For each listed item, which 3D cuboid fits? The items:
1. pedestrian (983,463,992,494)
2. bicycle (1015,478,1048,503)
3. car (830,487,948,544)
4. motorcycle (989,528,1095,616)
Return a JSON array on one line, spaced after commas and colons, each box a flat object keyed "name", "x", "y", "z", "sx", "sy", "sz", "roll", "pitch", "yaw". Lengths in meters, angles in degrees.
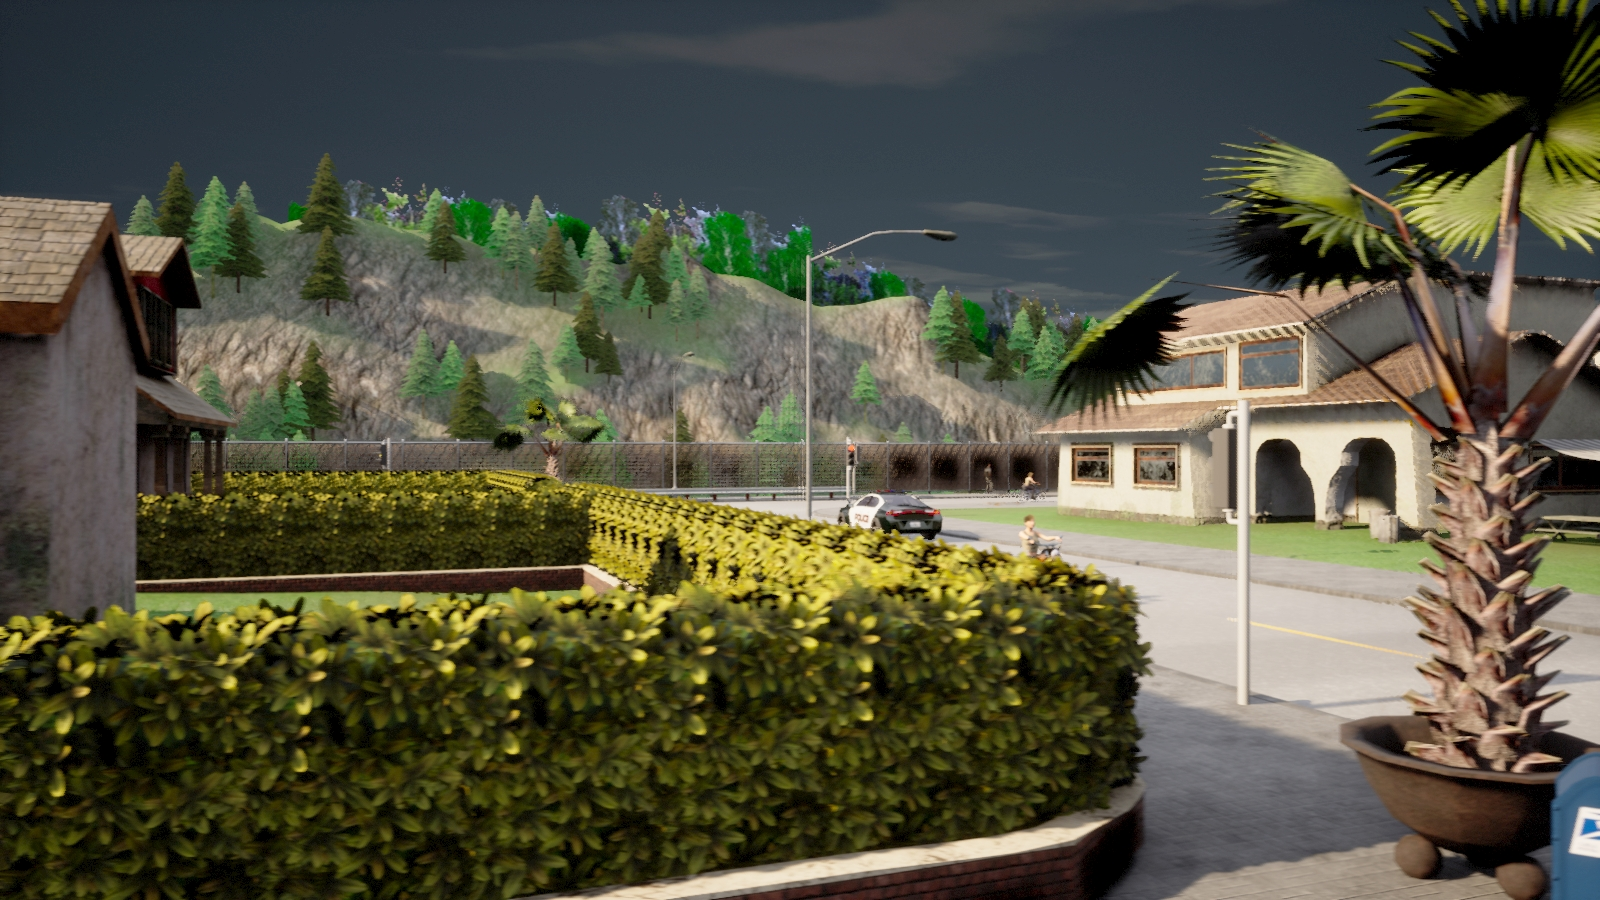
[{"name": "pedestrian", "x": 11.461, "y": 1.745, "z": 69.945, "sx": 0.375, "sy": 1.860, "sz": 0.375, "roll": 0, "pitch": 0, "yaw": -29}, {"name": "bicycle", "x": 12.376, "y": 2.158, "z": 61.028, "sx": 1.487, "sy": 1.276, "sz": 0.859, "roll": 0, "pitch": 0, "yaw": -20}, {"name": "car", "x": 2.744, "y": 2.038, "z": 36.665, "sx": 2.038, "sy": 1.542, "sz": 4.974, "roll": 0, "pitch": 0, "yaw": -18}, {"name": "motorcycle", "x": 4.324, "y": 2.155, "z": 20.634, "sx": 0.764, "sy": 1.307, "sz": 2.356, "roll": 0, "pitch": 0, "yaw": -20}]
